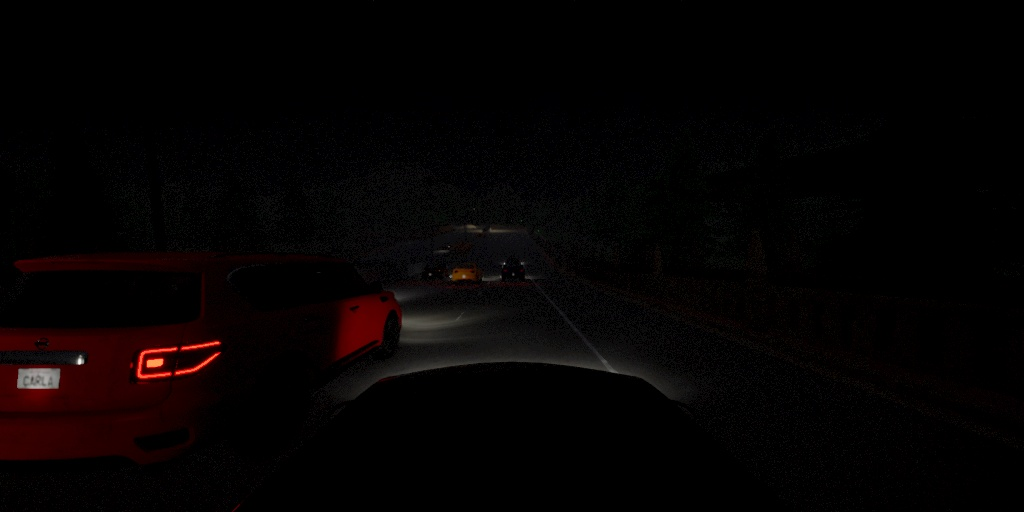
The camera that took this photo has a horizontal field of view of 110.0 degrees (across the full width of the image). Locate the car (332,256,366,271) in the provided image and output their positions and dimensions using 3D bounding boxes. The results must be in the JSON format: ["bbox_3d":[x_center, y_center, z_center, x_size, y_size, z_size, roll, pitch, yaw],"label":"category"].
[{"bbox_3d":[-21.057,0.915,46.534,2.128,1.511,4.902,0,3,0],"label":"car"}]

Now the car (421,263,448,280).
[{"bbox_3d":[-6.890,1.358,32.557,1.812,1.442,4.674,0,0,0],"label":"car"}]

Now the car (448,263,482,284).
[{"bbox_3d":[-3.391,1.303,27.859,1.882,1.535,5.008,0,0,0],"label":"car"}]

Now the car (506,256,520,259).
[{"bbox_3d":[0.116,0.727,50.633,1.994,1.385,4.181,0,4,0],"label":"car"}]

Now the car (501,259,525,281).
[{"bbox_3d":[0.109,1.310,30.960,1.882,1.535,5.008,0,0,0],"label":"car"}]

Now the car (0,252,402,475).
[{"bbox_3d":[-3.398,0.982,5.260,2.150,2.045,5.566,0,0,0],"label":"car"}]

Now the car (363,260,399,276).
[{"bbox_3d":[-14.073,1.236,38.815,2.128,1.511,4.902,0,1,0],"label":"car"}]

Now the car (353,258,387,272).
[{"bbox_3d":[-17.567,1.065,44.757,2.033,1.411,5.357,0,3,0],"label":"car"}]
